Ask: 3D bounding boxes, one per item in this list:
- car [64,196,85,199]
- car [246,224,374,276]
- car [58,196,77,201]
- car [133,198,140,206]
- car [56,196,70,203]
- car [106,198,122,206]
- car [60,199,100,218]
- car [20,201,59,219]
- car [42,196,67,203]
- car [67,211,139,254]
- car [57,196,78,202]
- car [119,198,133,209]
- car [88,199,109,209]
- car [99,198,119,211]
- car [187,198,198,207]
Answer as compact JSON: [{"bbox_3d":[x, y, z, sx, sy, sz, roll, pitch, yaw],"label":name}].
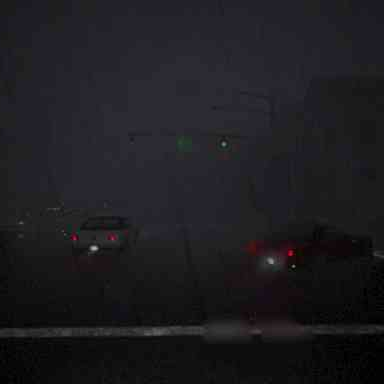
[{"bbox_3d":[-14.079,1.524,40.107,2.097,1.767,4.553,0,0,1],"label":"car"},{"bbox_3d":[3.953,1.666,10.645,4.718,1.301,1.895,1,0,-39],"label":"car"},{"bbox_3d":[-32.478,1.666,86.818,1.853,1.218,4.536,0,0,29],"label":"car"},{"bbox_3d":[-10.489,1.803,59.876,2.033,1.411,5.357,0,0,0],"label":"car"},{"bbox_3d":[-31.665,1.800,81.496,2.038,1.542,4.974,0,0,-36],"label":"car"},{"bbox_3d":[-13.989,1.782,59.909,1.812,1.442,4.674,0,0,0],"label":"car"},{"bbox_3d":[-10.589,1.662,31.829,1.812,1.442,4.674,0,0,0],"label":"car"},{"bbox_3d":[-14.092,1.625,31.053,2.128,1.511,4.902,0,0,0],"label":"car"},{"bbox_3d":[-31.655,1.781,76.888,2.038,1.542,4.974,0,0,44],"label":"car"},{"bbox_3d":[-3.396,1.664,13.768,1.895,1.301,4.718,0,0,0],"label":"car"},{"bbox_3d":[-32.454,1.823,86.863,2.038,1.542,4.974,0,0,29],"label":"car"},{"bbox_3d":[-10.538,1.775,49.483,1.994,1.385,4.181,0,0,1],"label":"car"},{"bbox_3d":[-14.041,1.778,49.987,1.994,1.385,4.181,0,0,0],"label":"car"},{"bbox_3d":[-10.583,1.521,39.554,2.097,1.767,4.553,0,0,0],"label":"car"},{"bbox_3d":[0.110,1.719,56.606,1.882,1.535,5.008,0,0,0],"label":"car"}]
